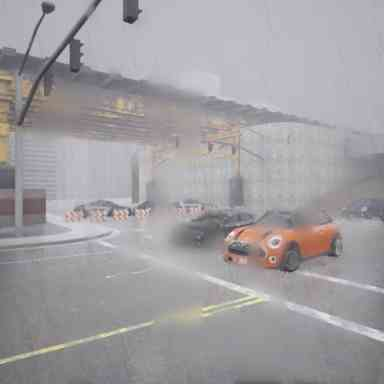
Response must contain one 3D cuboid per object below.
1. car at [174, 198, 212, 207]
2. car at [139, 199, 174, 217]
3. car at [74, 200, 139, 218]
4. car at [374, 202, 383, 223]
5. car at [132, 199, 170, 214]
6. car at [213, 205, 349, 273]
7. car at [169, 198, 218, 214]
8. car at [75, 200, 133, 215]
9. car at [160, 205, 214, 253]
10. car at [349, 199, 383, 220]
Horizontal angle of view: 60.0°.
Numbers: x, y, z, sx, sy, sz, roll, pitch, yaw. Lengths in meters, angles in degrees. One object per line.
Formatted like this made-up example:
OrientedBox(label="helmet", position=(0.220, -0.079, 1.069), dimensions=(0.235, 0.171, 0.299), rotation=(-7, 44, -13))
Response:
OrientedBox(label="car", position=(0.077, 1.295, 35.252), dimensions=(4.536, 1.218, 1.853), rotation=(0, 0, -7))
OrientedBox(label="car", position=(-3.780, 1.453, 31.497), dimensions=(2.038, 1.542, 4.974), rotation=(0, 0, 18))
OrientedBox(label="car", position=(-7.524, 1.453, 28.811), dimensions=(4.974, 1.542, 2.038), rotation=(0, 0, 8))
OrientedBox(label="car", position=(15.571, 1.601, 24.309), dimensions=(4.718, 1.301, 1.895), rotation=(0, 0, -38))
OrientedBox(label="car", position=(-3.764, 1.295, 31.547), dimensions=(1.853, 1.218, 4.536), rotation=(0, 0, 18))
OrientedBox(label="car", position=(3.069, 1.350, 10.860), dimensions=(4.553, 1.767, 2.097), rotation=(0, 0, -44))
OrientedBox(label="car", position=(0.129, 1.453, 35.259), dimensions=(4.974, 1.542, 2.038), rotation=(0, 0, -7))
OrientedBox(label="car", position=(-7.575, 1.295, 28.818), dimensions=(4.536, 1.218, 1.853), rotation=(0, 0, 8))
OrientedBox(label="car", position=(1.254, 1.505, 13.825), dimensions=(1.837, 1.490, 4.892), rotation=(2, 1, 45))
OrientedBox(label="car", position=(14.576, 1.352, 27.962), dimensions=(4.553, 1.767, 2.097), rotation=(0, 0, -37))
